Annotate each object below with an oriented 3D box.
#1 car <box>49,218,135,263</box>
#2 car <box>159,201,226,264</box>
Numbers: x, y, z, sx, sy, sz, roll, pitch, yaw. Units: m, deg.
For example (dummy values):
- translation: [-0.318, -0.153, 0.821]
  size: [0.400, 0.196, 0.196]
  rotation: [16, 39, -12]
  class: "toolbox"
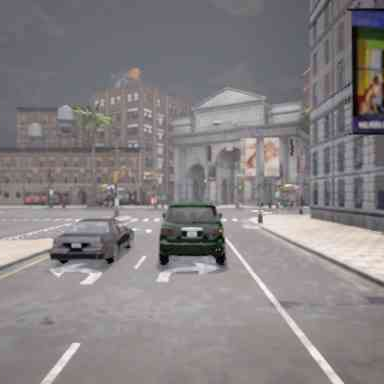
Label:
- translation: [-3.484, 1.682, 12.527]
  size: [2.033, 1.411, 5.357]
  rotation: [0, -1, 0]
  class: "car"
- translation: [0.013, 1.360, 12.569]
  size: [2.150, 2.045, 5.566]
  rotation: [0, 0, 0]
  class: "car"
